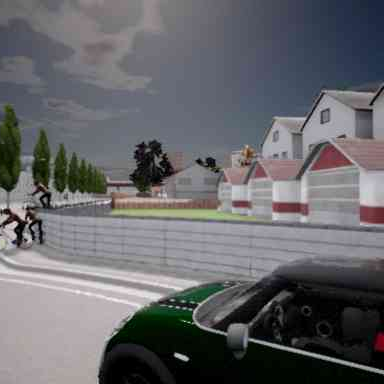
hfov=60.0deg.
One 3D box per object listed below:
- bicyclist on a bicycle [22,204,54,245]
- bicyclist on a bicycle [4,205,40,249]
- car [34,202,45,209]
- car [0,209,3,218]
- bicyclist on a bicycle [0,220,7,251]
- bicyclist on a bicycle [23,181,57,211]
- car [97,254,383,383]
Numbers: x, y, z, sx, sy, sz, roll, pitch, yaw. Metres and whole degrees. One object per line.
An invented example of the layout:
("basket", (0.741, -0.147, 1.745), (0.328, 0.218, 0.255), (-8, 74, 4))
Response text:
("bicyclist on a bicycle", (-6.876, 1.442, 14.166), (1.656, 1.620, 0.582), (0, -1, 20))
("bicyclist on a bicycle", (-6.844, 1.423, 12.657), (1.656, 1.620, 0.582), (1, -1, -43))
("car", (-16.554, 1.855, 36.258), (1.837, 1.490, 4.892), (0, -1, -10))
("car", (-19.137, 1.785, 30.609), (1.837, 1.490, 4.892), (0, -1, -10))
("bicyclist on a bicycle", (-5.882, 1.538, 9.065), (1.656, 1.620, 0.582), (-1, -1, 30))
("bicyclist on a bicycle", (-7.193, 0.291, 15.710), (1.656, 1.620, 0.582), (1, -1, -5))
("car", (1.244, 1.393, 3.050), (4.553, 1.767, 2.097), (0, -1, 34))
